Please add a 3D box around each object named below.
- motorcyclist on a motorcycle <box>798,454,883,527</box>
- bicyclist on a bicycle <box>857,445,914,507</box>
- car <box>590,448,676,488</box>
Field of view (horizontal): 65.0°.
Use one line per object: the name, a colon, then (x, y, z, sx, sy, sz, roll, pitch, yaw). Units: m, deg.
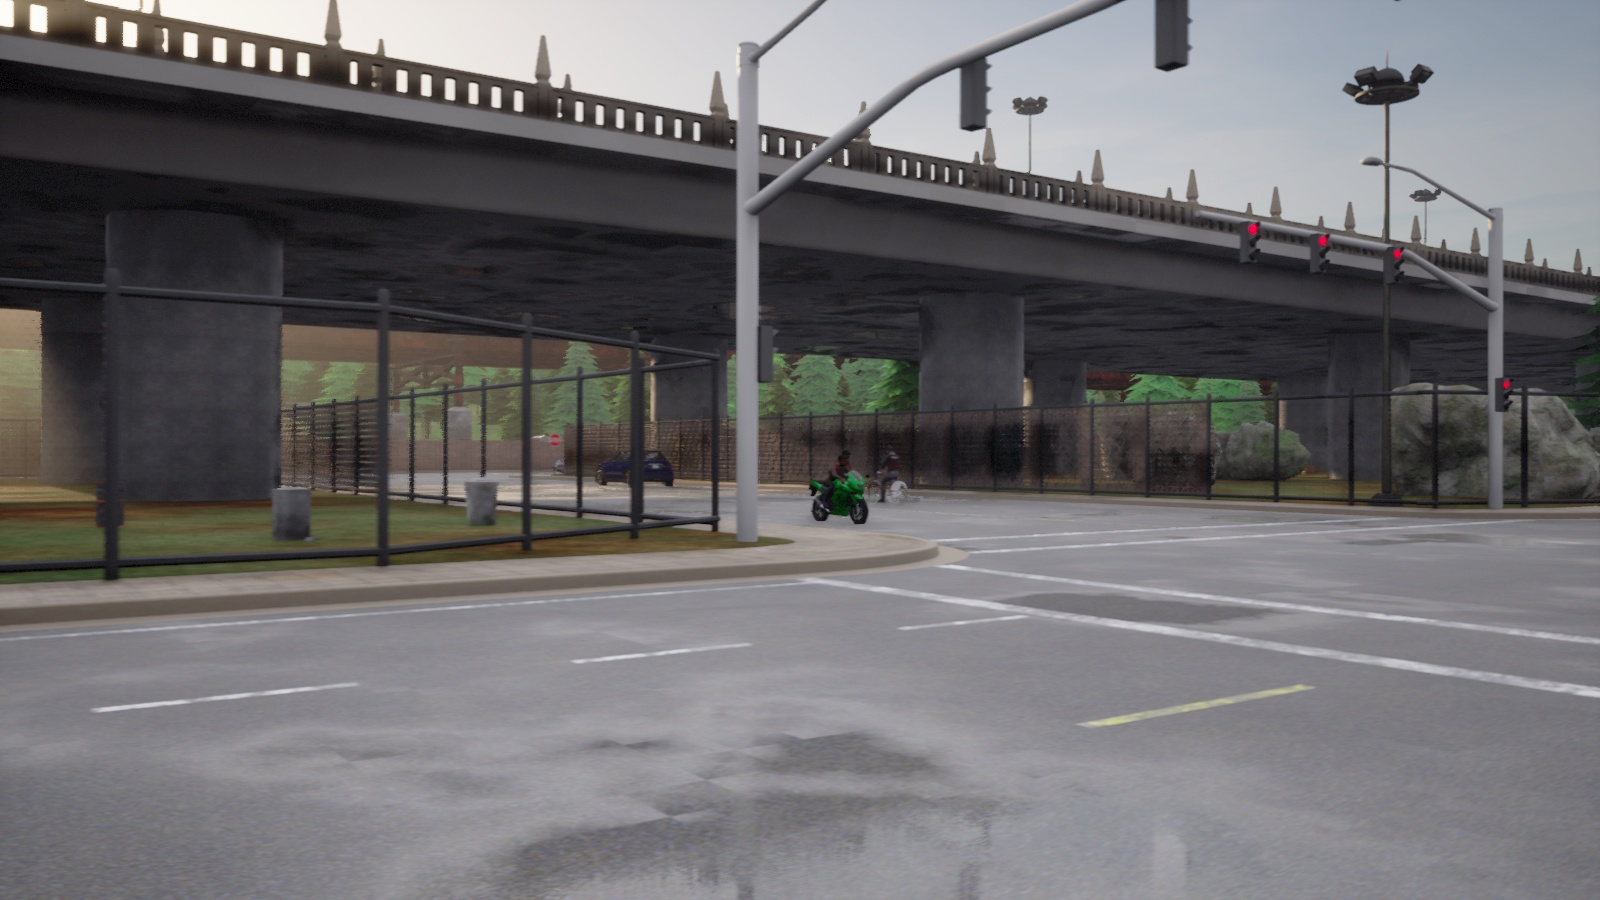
motorcyclist on a motorcycle: (0.860, 0.848, 27.359, 0.797, 1.523, 2.044, 0, 0, -35)
bicyclist on a bicycle: (2.514, 0.757, 37.209, 0.659, 1.776, 1.843, 0, 0, -35)
car: (-7.746, 0.818, 57.989, 2.097, 1.767, 4.553, 0, 0, -35)
